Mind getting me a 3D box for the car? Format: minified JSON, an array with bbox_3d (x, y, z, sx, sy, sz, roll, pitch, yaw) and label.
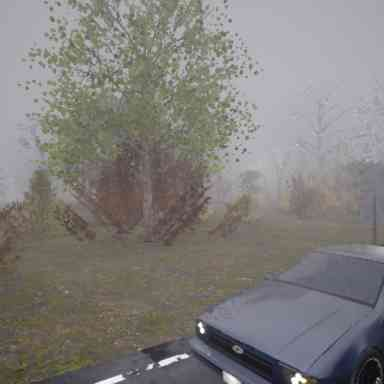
[{"bbox_3d":[2.567,1.547,4.965,5.357,1.411,2.033,0,0,-36],"label":"car"}]
